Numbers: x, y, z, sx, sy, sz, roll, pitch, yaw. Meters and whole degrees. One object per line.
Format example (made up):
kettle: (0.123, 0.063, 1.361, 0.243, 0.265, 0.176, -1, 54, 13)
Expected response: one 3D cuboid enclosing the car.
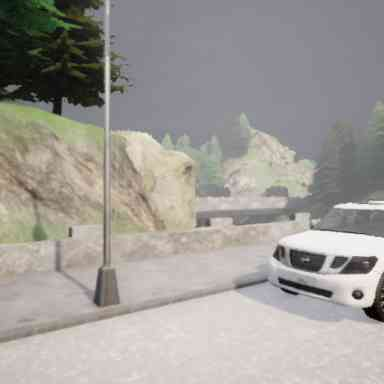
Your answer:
car: (4.239, 1.233, 7.617, 5.566, 2.045, 2.150, 0, 0, -35)
